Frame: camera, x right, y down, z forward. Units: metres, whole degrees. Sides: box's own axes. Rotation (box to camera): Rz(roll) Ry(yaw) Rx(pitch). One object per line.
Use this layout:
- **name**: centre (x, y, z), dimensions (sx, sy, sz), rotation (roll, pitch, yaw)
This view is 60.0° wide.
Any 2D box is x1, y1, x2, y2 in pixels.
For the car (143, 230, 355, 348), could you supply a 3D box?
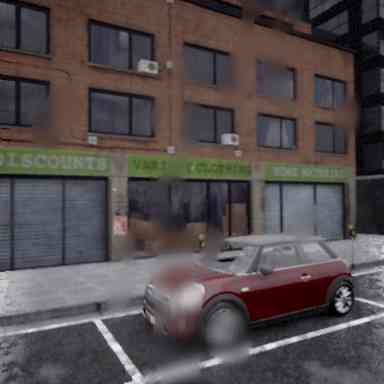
- **car**: centre (1.133, 1.591, 6.415), dimensions (4.097, 1.590, 1.967), rotation (0, -2, -28)
